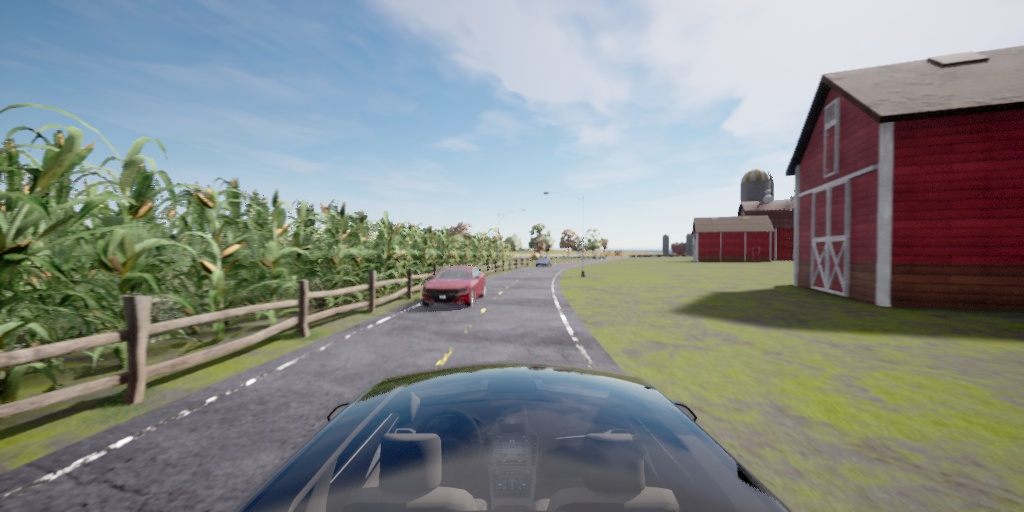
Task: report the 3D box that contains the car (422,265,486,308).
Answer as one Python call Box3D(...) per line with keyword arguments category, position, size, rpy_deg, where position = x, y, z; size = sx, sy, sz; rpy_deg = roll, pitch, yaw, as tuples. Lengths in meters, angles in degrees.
Box3D(category="car", position=(-2.279, 1.170, 15.168), size=(1.882, 1.535, 5.008), rpy_deg=(0, 0, 4))

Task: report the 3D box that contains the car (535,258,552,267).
Box3D(category="car", position=(5.077, 1.035, 56.813), size=(2.033, 1.411, 5.357), rpy_deg=(0, 0, 16))
